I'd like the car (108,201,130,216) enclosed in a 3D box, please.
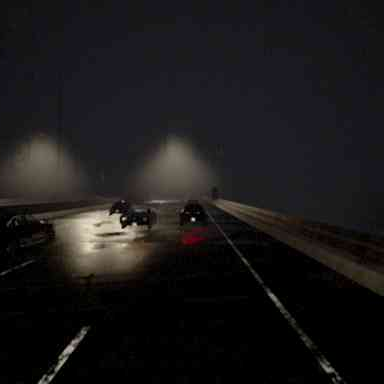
[{"bbox_3d":[-6.922,1.603,33.100,1.812,1.442,4.674,0,0,0],"label":"car"}]

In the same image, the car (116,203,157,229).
[{"bbox_3d":[-3.416,1.653,22.017,1.895,1.301,4.718,0,0,0],"label":"car"}]

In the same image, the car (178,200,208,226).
[{"bbox_3d":[0.083,1.561,24.195,1.837,1.490,4.892,0,0,0],"label":"car"}]

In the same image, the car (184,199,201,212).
[{"bbox_3d":[0.070,1.645,41.701,2.033,1.411,5.357,0,0,0],"label":"car"}]

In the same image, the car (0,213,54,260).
[{"bbox_3d":[-6.910,1.521,12.587,2.128,1.511,4.902,0,0,0],"label":"car"}]
